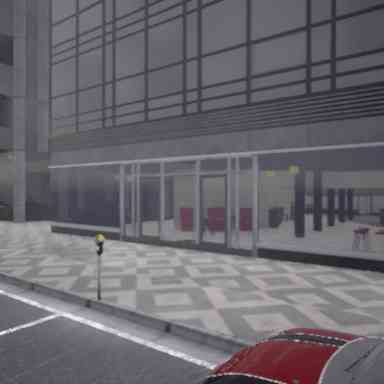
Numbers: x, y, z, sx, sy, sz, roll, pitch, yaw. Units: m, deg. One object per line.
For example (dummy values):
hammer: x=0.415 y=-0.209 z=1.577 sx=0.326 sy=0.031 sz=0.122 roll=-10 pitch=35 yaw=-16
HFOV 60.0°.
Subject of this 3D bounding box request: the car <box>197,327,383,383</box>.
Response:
car: x=1.758 y=1.440 z=1.707 sx=4.097 sy=1.590 sz=1.967 roll=0 pitch=0 yaw=35
